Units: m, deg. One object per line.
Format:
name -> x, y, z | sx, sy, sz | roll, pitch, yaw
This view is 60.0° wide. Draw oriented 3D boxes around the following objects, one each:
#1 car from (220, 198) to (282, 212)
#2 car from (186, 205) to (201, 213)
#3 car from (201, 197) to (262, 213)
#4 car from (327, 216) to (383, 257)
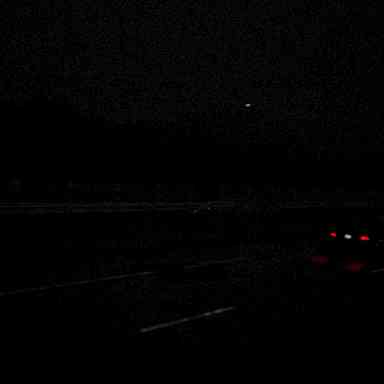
car -> 4.637, 1.522, 24.293 | 4.553, 1.767, 2.097 | 1, 0, -35
car -> 1.602, 1.706, 30.707 | 4.674, 1.442, 1.812 | 1, 0, -34
car -> 3.836, 1.406, 27.998 | 5.566, 2.045, 2.150 | 1, 0, -34
car -> 7.672, 1.681, 13.392 | 5.357, 1.411, 2.033 | 1, 0, -35
